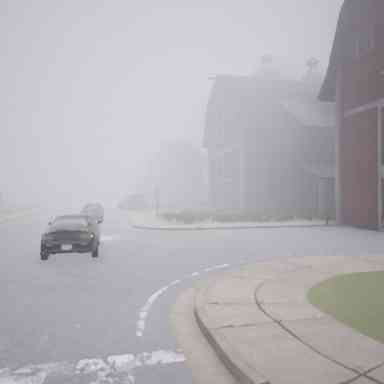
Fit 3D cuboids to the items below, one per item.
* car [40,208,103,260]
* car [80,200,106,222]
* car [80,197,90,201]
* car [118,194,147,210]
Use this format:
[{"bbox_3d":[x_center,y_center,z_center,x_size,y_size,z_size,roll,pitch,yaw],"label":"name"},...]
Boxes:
[{"bbox_3d":[-4.429,1.540,12.507,1.812,1.442,4.674,0,0,-14],"label":"car"},{"bbox_3d":[-8.064,1.633,27.061,2.033,1.411,5.357,0,0,-14],"label":"car"},{"bbox_3d":[-22.289,1.691,69.541,1.994,1.385,4.181,0,0,-14],"label":"car"},{"bbox_3d":[-7.709,1.256,42.809,3.866,1.878,1.905,-2,4,34],"label":"car"}]
